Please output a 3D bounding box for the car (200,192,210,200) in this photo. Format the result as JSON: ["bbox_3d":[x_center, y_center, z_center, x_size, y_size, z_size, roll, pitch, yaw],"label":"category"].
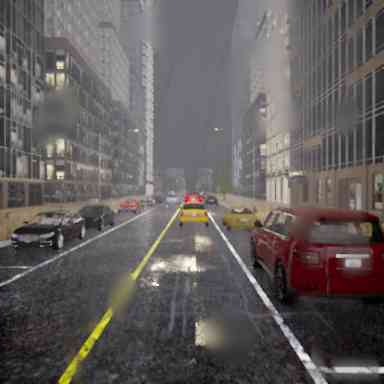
[{"bbox_3d":[2.767,0.898,70.567,1.967,1.590,4.097,0,0,0],"label":"car"}]

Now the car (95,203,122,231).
[{"bbox_3d":[-5.668,1.425,19.363,1.947,1.339,4.313,0,0,0],"label":"car"}]

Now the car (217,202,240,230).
[{"bbox_3d":[2.713,1.383,19.511,1.752,1.417,4.829,0,0,0],"label":"car"}]

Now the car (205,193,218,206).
[{"bbox_3d":[2.742,1.206,47.802,1.947,1.339,4.313,0,0,0],"label":"car"}]

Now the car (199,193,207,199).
[{"bbox_3d":[2.778,0.946,81.952,1.802,1.307,4.206,0,0,0],"label":"car"}]

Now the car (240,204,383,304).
[{"bbox_3d":[2.702,1.257,7.956,2.192,1.841,5.009,0,0,0],"label":"car"}]

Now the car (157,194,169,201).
[{"bbox_3d":[-5.621,1.086,64.900,1.802,1.307,4.206,0,0,0],"label":"car"}]

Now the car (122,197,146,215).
[{"bbox_3d":[-5.656,1.355,30.746,1.802,1.307,4.206,0,0,0],"label":"car"}]

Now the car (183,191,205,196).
[{"bbox_3d":[0.138,0.918,40.803,2.150,2.045,5.566,0,1,0],"label":"car"}]

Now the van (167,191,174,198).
[{"bbox_3d":[-5.596,0.659,87.666,1.690,1.788,3.998,0,0,0],"label":"van"}]

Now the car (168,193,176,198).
[{"bbox_3d":[-5.591,0.836,93.360,1.947,1.339,4.313,0,0,0],"label":"car"}]

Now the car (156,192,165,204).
[{"bbox_3d":[-5.632,1.140,53.515,1.887,1.381,4.507,0,0,0],"label":"car"}]

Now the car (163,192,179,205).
[{"bbox_3d":[-2.966,1.141,50.899,1.812,1.442,4.674,0,0,1],"label":"car"}]

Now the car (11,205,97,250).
[{"bbox_3d":[-5.674,1.452,13.671,2.008,1.369,4.403,0,0,0],"label":"car"}]

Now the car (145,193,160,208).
[{"bbox_3d":[-5.644,1.235,42.131,2.008,1.369,4.403,0,0,0],"label":"car"}]

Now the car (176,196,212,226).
[{"bbox_3d":[0.123,1.294,22.039,1.801,1.575,5.366,0,0,0],"label":"car"}]
